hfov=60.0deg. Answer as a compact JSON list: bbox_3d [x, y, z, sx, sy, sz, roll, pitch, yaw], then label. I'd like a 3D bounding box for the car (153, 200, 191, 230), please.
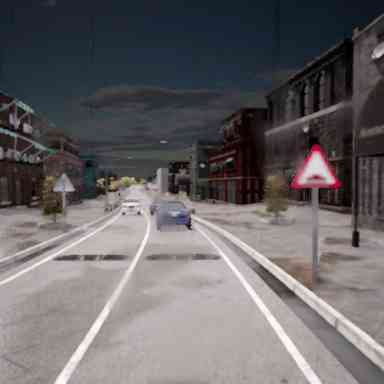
[{"bbox_3d":[-1.280,1.384,21.675,2.097,1.767,4.553,0,-1,-6],"label":"car"}]

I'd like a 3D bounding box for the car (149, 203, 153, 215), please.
[{"bbox_3d":[-3.906,1.779,39.228,2.097,1.767,4.553,0,-2,-10],"label":"car"}]

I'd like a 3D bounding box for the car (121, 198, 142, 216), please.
[{"bbox_3d":[-7.143,1.701,39.373,2.150,2.045,5.566,0,-2,-10],"label":"car"}]
